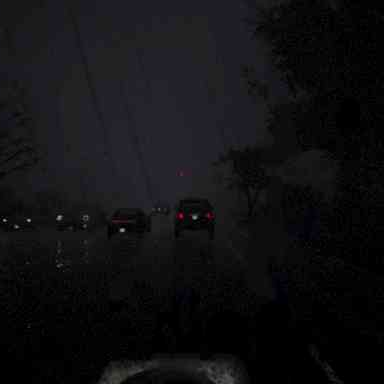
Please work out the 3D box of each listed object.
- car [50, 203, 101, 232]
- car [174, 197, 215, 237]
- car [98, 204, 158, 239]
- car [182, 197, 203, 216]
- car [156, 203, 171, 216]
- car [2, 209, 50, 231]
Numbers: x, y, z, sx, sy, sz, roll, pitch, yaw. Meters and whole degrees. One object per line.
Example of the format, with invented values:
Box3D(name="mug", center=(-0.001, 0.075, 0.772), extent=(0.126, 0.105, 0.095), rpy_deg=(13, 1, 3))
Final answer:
Box3D(name="car", center=(-7.078, 1.556, 21.648), extent=(2.097, 1.767, 4.553), rpy_deg=(0, -1, 0))
Box3D(name="car", center=(0.113, 1.405, 19.530), extent=(2.150, 2.045, 5.566), rpy_deg=(0, -1, -1))
Box3D(name="car", center=(-3.398, 1.668, 18.625), extent=(2.128, 1.511, 4.902), rpy_deg=(0, 0, 0))
Box3D(name="car", center=(0.101, 1.602, 37.774), extent=(2.150, 2.045, 5.566), rpy_deg=(0, -2, 1))
Box3D(name="car", center=(-3.395, 1.917, 37.060), extent=(2.033, 1.411, 5.357), rpy_deg=(0, -1, 0))
Box3D(name="car", center=(-10.577, 1.811, 22.269), extent=(1.895, 1.301, 4.718), rpy_deg=(0, -1, 0))
